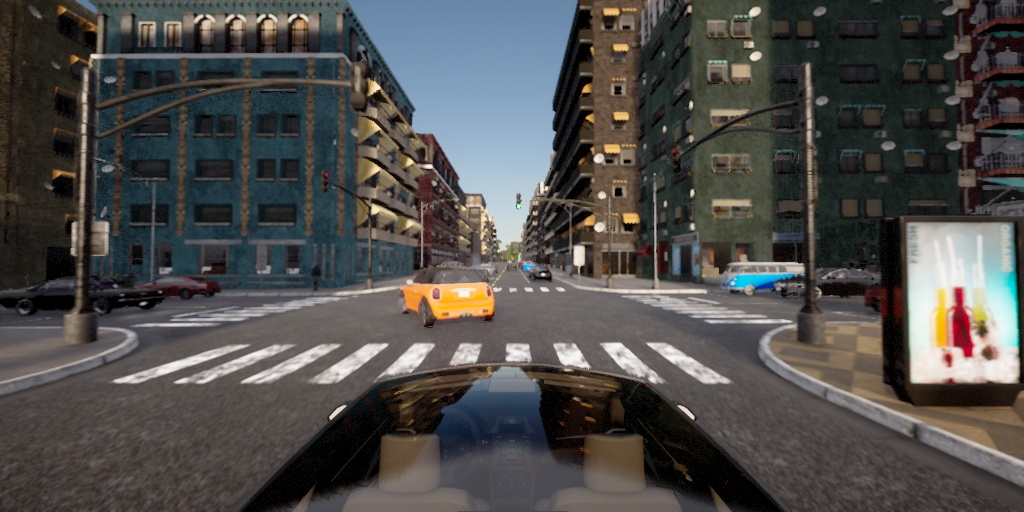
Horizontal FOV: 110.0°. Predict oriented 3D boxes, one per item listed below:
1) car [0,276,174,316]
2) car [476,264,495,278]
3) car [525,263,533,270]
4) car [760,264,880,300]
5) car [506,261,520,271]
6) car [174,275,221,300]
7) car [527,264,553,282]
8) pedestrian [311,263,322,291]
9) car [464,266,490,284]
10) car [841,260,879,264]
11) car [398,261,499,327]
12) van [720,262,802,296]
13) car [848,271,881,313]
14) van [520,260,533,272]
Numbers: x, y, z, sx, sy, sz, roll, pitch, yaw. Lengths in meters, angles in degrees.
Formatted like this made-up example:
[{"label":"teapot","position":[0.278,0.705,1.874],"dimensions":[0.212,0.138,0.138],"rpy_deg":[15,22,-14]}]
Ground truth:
[{"label":"car","position":[-16.726,1.584,14.178],"dimensions":[4.718,1.301,1.895],"rpy_deg":[0,-1,1]},{"label":"car","position":[-3.084,1.715,42.219],"dimensions":[1.812,1.442,4.674],"rpy_deg":[0,-1,0]},{"label":"car","position":[2.687,1.730,38.496],"dimensions":[1.802,1.307,4.207],"rpy_deg":[0,0,0]},{"label":"car","position":[15.199,1.302,17.161],"dimensions":[4.902,1.511,2.128],"rpy_deg":[0,-1,0]},{"label":"car","position":[-0.008,1.914,62.466],"dimensions":[1.837,1.490,4.892],"rpy_deg":[0,-1,0]},{"label":"car","position":[-18.625,1.727,19.968],"dimensions":[4.207,1.307,1.802],"rpy_deg":[0,0,0]},{"label":"car","position":[2.687,1.654,32.925],"dimensions":[1.948,1.339,4.313],"rpy_deg":[0,0,0]},{"label":"pedestrian","position":[-12.532,1.312,22.899],"dimensions":[0.375,1.860,0.375],"rpy_deg":[0,-1,0]},{"label":"car","position":[-3.106,1.645,32.286],"dimensions":[1.994,1.385,4.181],"rpy_deg":[0,-1,-1]},{"label":"car","position":[19.295,1.159,19.703],"dimensions":[5.009,1.841,2.192],"rpy_deg":[0,0,0]},{"label":"car","position":[-2.361,1.161,11.992],"dimensions":[2.097,1.767,4.553],"rpy_deg":[0,-2,-28]},{"label":"van","position":[13.768,1.228,19.742],"dimensions":[3.998,1.789,1.690],"rpy_deg":[0,0,0]},{"label":"car","position":[13.706,1.257,11.363],"dimensions":[4.207,1.307,1.802],"rpy_deg":[0,0,0]},{"label":"van","position":[2.684,1.732,60.780],"dimensions":[1.690,1.789,3.998],"rpy_deg":[0,0,0]}]
